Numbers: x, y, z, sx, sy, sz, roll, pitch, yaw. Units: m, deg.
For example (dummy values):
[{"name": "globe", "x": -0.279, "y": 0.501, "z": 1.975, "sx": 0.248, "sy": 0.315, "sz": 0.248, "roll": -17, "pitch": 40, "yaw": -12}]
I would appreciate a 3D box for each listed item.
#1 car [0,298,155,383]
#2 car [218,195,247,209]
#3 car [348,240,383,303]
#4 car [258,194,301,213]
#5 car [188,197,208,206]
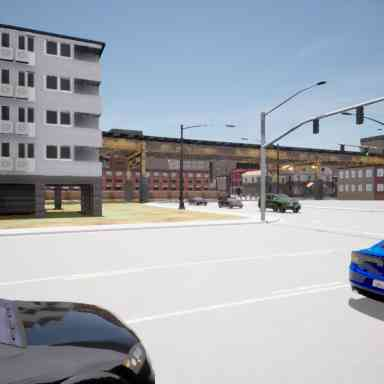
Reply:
[{"name": "car", "x": -2.418, "y": 1.564, "z": 2.758, "sx": 4.181, "sy": 1.385, "sz": 1.994, "roll": 0, "pitch": 0, "yaw": -32}, {"name": "car", "x": 5.278, "y": 1.526, "z": 46.437, "sx": 1.812, "sy": 1.442, "sz": 4.674, "roll": 0, "pitch": 0, "yaw": -25}, {"name": "car", "x": 5.560, "y": 1.478, "z": 6.910, "sx": 5.008, "sy": 1.535, "sz": 1.882, "roll": 0, "pitch": 0, "yaw": -25}, {"name": "car", "x": 9.651, "y": 1.222, "z": 37.283, "sx": 2.150, "sy": 2.045, "sz": 5.566, "roll": 0, "pitch": 0, "yaw": -26}, {"name": "car", "x": 0.858, "y": 1.547, "z": 55.887, "sx": 2.033, "sy": 1.411, "sz": 5.357, "roll": 0, "pitch": 0, "yaw": -20}]
